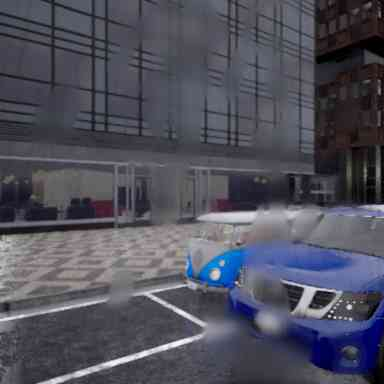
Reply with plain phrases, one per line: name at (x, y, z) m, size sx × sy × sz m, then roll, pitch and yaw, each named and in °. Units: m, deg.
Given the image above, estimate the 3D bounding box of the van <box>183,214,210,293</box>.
van at (1.723, 1.361, 7.868) m, size 3.998 × 1.788 × 1.690 m, roll 0°, pitch 0°, yaw -35°

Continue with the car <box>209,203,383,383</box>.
car at (3.193, 1.246, 5.634) m, size 5.566 × 2.045 × 2.150 m, roll 0°, pitch 0°, yaw -35°
